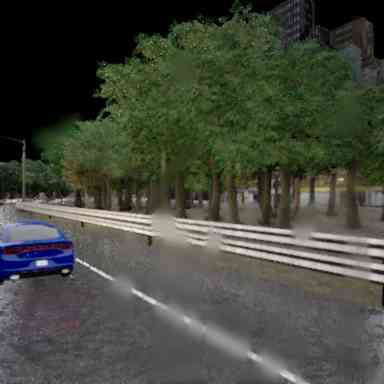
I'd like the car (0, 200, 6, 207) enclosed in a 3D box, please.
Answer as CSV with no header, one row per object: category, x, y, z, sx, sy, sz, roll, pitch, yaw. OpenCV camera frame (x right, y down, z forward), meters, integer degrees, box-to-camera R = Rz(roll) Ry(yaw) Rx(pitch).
car,-39.172,2.288,67.099,1.882,1.535,5.008,0,-1,-13

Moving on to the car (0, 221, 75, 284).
car,-5.066,1.621,10.158,1.882,1.535,5.008,1,-1,-35
